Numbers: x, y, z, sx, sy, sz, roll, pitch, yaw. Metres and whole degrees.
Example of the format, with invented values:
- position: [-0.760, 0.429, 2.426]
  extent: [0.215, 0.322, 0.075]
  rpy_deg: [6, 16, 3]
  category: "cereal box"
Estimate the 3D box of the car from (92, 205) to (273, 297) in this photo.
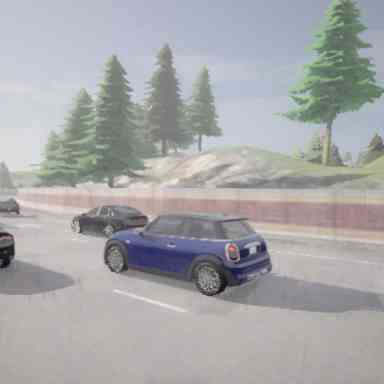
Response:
- position: [-0.297, 1.316, 8.813]
  extent: [4.553, 1.767, 2.097]
  rpy_deg: [1, 0, 38]
  category: "car"

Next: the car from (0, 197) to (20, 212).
- position: [-16.711, 1.224, 29.438]
  extent: [2.128, 1.511, 4.902]
  rpy_deg: [0, 0, -41]
  category: "car"

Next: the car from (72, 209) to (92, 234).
- position: [-4.151, 1.403, 16.597]
  extent: [4.892, 1.490, 1.837]
  rpy_deg: [1, 1, 42]
  category: "car"

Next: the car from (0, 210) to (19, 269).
- position: [-6.921, 1.392, 9.715]
  extent: [4.902, 1.511, 2.128]
  rpy_deg: [1, 0, 40]
  category: "car"

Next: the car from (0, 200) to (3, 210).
- position: [-14.097, 1.336, 21.264]
  extent: [2.033, 1.411, 5.357]
  rpy_deg: [0, 0, -44]
  category: "car"
